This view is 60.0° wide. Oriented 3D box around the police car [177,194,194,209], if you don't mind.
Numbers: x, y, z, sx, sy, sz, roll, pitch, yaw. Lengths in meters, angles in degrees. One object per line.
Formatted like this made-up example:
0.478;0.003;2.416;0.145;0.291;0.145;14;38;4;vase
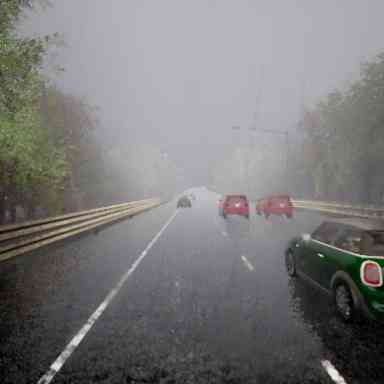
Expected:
-1.033;1.393;44.850;1.930;1.638;5.238;0;0;0;police car

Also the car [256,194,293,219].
7.111;1.200;29.085;2.150;2.045;5.566;0;0;0;car

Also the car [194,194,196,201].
0.030;1.419;79.033;2.033;1.411;5.357;0;0;0;car

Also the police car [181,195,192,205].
-1.027;1.381;60.855;1.930;1.638;5.238;0;0;0;police car

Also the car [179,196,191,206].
-1.029;1.438;54.743;1.882;1.535;5.008;0;0;0;car

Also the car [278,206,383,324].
3.602;1.347;7.279;2.097;1.767;4.553;0;0;0;car

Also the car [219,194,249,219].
3.611;1.200;29.191;2.150;2.045;5.566;0;0;0;car
